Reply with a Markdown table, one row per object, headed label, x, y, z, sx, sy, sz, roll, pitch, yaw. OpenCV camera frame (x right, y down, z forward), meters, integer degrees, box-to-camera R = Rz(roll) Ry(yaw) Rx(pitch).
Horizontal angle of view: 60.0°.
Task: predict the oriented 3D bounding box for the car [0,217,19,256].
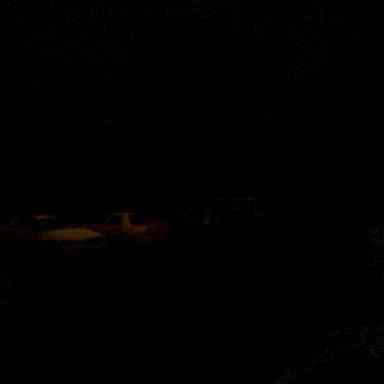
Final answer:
| label | x | y | z | sx | sy | sz | roll | pitch | yaw |
| --- | --- | --- | --- | --- | --- | --- | --- | --- | --- |
| car | -7.833 | 1.539 | 10.589 | 4.674 | 1.452 | 2.002 | -1 | -1 | 35 |

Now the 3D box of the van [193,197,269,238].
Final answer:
| label | x | y | z | sx | sy | sz | roll | pitch | yaw |
| --- | --- | --- | --- | --- | --- | --- | --- | --- | --- |
| van | 1.803 | 1.287 | 17.553 | 4.442 | 1.987 | 1.878 | -1 | -1 | 33 |

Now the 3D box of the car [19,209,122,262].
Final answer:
| label | x | y | z | sx | sy | sz | roll | pitch | yaw |
| --- | --- | --- | --- | --- | --- | --- | --- | --- | --- |
| car | -5.279 | 1.498 | 12.227 | 5.366 | 1.575 | 1.946 | -1 | -1 | 34 |

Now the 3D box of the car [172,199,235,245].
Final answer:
| label | x | y | z | sx | sy | sz | roll | pitch | yaw |
| --- | --- | --- | --- | --- | --- | --- | --- | --- | --- |
| car | -0.637 | 1.385 | 15.818 | 4.553 | 1.767 | 2.185 | -1 | -1 | 34 |

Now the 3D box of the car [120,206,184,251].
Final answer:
| label | x | y | z | sx | sy | sz | roll | pitch | yaw |
| --- | --- | --- | --- | --- | --- | --- | --- | --- | --- |
| car | -3.198 | 1.506 | 14.177 | 5.366 | 1.575 | 1.946 | -1 | -1 | 34 |
